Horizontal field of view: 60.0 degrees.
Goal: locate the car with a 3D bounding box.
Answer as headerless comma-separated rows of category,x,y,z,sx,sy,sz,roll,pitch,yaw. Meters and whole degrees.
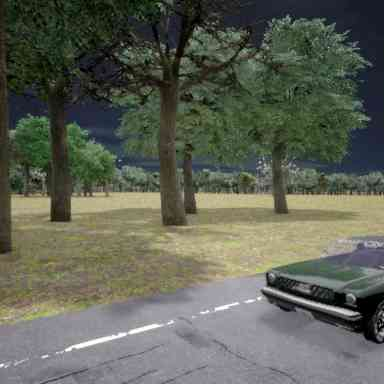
car,3.568,1.598,6.533,4.718,1.301,1.895,0,0,-35
